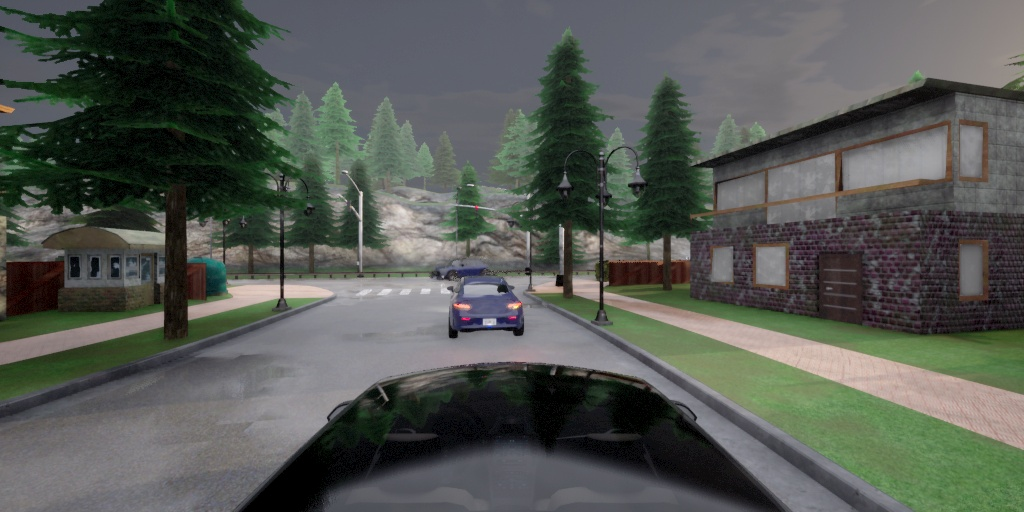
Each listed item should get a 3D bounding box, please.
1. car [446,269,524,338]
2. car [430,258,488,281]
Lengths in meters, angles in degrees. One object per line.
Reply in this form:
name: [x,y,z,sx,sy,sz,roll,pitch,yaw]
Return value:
car: [-0.836,1.276,10.119,1.812,1.442,4.674,0,0,-9]
car: [-3.984,0.970,27.672,4.553,1.767,2.097,-1,2,-42]
